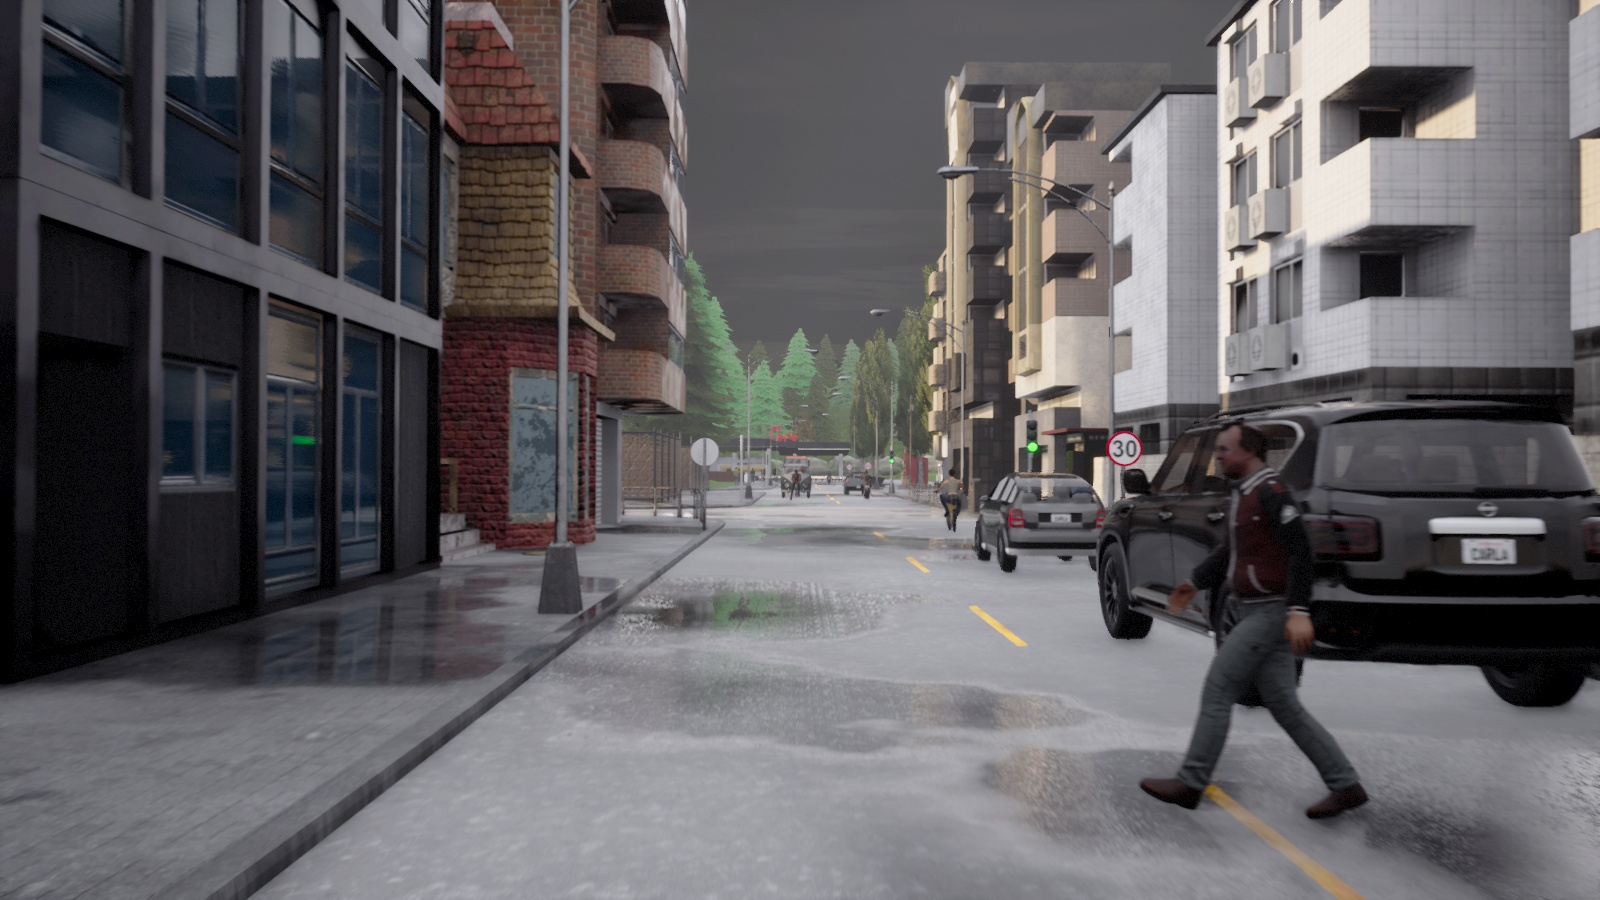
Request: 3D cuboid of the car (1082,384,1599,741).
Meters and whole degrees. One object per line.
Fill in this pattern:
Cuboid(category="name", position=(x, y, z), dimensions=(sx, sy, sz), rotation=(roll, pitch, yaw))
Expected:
Cuboid(category="car", position=(3.975, 0.684, 10.016), dimensions=(2.150, 2.045, 5.566), rotation=(0, -1, 0))

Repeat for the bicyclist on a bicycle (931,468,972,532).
Cuboid(category="bicyclist on a bicycle", position=(3.922, 1.273, 32.603), dimensions=(0.866, 1.612, 1.509), rotation=(0, -1, 0))

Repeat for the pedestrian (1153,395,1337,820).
Cuboid(category="pedestrian", position=(2.008, 0.690, 5.719), dimensions=(0.720, 1.854, 0.376), rotation=(0, -1, 9))

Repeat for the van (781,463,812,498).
Cuboid(category="van", position=(-0.217, 1.777, 73.350), dimensions=(1.775, 1.987, 4.442), rotation=(0, -1, 0))

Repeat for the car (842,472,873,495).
Cuboid(category="car", position=(3.751, 2.177, 82.731), dimensions=(1.845, 1.501, 3.633), rotation=(0, -1, 0))

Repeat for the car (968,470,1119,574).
Cuboid(category="car", position=(3.947, 1.125, 20.947), dimensions=(1.789, 1.549, 3.705), rotation=(0, -1, 0))
